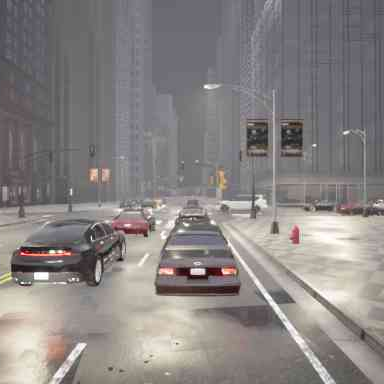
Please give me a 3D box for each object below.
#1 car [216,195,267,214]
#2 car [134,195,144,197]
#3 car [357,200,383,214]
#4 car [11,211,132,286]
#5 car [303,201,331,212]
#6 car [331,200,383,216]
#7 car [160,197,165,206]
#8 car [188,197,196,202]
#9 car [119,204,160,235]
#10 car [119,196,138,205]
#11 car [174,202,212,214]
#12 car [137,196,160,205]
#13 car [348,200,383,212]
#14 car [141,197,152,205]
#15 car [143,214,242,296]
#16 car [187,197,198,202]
[{"bbox_3d":[5.429,1.331,36.703,5.566,2.045,2.150,0,0,11],"label":"car"},{"bbox_3d":[-9.778,1.522,60.783,2.150,2.045,5.566,0,0,0],"label":"car"},{"bbox_3d":[20.665,1.571,36.101,4.674,1.442,1.812,0,-1,-1],"label":"car"},{"bbox_3d":[-3.144,1.516,9.381,1.837,1.490,4.892,0,0,0],"label":"car"},{"bbox_3d":[15.211,1.662,38.779,4.313,1.339,1.947,0,0,-1],"label":"car"},{"bbox_3d":[15.335,1.577,30.256,4.206,1.307,1.802,0,0,-1],"label":"car"},{"bbox_3d":[-6.531,1.647,60.157,2.097,1.767,4.553,0,0,0],"label":"car"},{"bbox_3d":[0.060,2.102,91.255,1.994,1.385,4.181,0,0,0],"label":"car"},{"bbox_3d":[-3.138,1.601,18.282,1.994,1.385,4.181,0,0,0],"label":"car"},{"bbox_3d":[-9.842,1.734,50.763,1.837,1.490,4.892,0,0,-2],"label":"car"},{"bbox_3d":[0.059,1.543,18.534,1.837,1.490,4.892,0,0,1],"label":"car"},{"bbox_3d":[-6.561,1.777,50.875,2.033,1.411,5.357,0,0,0],"label":"car"},{"bbox_3d":[20.850,1.643,38.863,4.313,1.339,1.947,0,0,-1],"label":"car"},{"bbox_3d":[-9.704,1.905,71.129,1.812,1.442,4.674,0,0,0],"label":"car"},{"bbox_3d":[0.112,1.557,8.796,2.033,1.411,5.357,0,0,0],"label":"car"},{"bbox_3d":[0.137,1.802,63.980,1.882,1.535,5.008,0,0,0],"label":"car"}]
